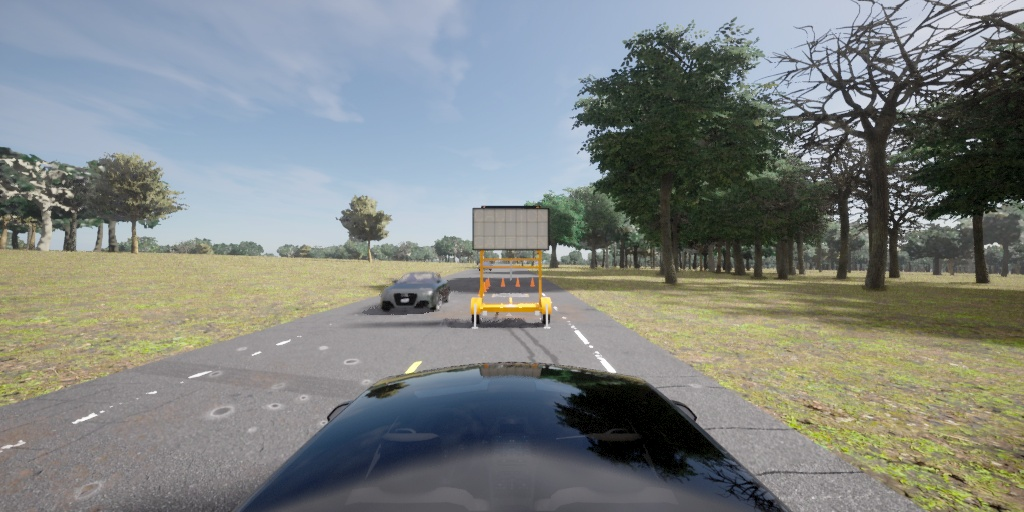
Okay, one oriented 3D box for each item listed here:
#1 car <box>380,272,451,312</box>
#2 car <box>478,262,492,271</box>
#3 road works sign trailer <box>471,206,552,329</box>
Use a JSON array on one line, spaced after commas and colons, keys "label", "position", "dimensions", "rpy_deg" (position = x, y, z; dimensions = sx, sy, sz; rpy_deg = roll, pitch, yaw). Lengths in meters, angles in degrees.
[{"label": "car", "position": [-3.660, 1.333, 14.238], "dimensions": [1.994, 1.385, 4.181], "rpy_deg": [0, 0, 0]}, {"label": "car", "position": [-3.988, 1.554, 53.496], "dimensions": [2.033, 1.411, 5.357], "rpy_deg": [0, -1, -1]}, {"label": "road works sign trailer", "position": [-0.035, 0.226, 11.313], "dimensions": [2.380, 3.560, 2.880], "rpy_deg": [0, 0, 0]}]
